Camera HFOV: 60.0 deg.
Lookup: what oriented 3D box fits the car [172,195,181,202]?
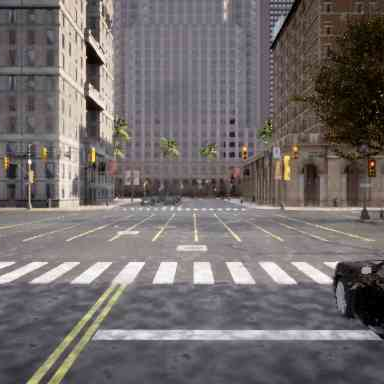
[{"bbox_3d":[-3.443,1.496,75.288,1.837,1.490,4.892,0,0,1],"label":"car"}]

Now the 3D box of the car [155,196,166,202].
[{"bbox_3d":[-6.959,1.549,73.520,1.994,1.385,4.181,0,0,1],"label":"car"}]

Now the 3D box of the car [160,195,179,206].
[{"bbox_3d":[-3.655,1.545,55.027,2.033,1.411,5.357,0,0,0],"label":"car"}]

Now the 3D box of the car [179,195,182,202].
[{"bbox_3d":[-3.585,1.488,64.876,2.128,1.511,4.902,0,0,1],"label":"car"}]

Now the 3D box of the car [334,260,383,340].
[{"bbox_3d":[3.533,1.490,4.305,1.882,1.535,5.008,0,0,2],"label":"car"}]

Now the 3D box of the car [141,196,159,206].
[{"bbox_3d":[-7.148,1.489,54.261,2.128,1.511,4.902,0,0,0],"label":"car"}]
